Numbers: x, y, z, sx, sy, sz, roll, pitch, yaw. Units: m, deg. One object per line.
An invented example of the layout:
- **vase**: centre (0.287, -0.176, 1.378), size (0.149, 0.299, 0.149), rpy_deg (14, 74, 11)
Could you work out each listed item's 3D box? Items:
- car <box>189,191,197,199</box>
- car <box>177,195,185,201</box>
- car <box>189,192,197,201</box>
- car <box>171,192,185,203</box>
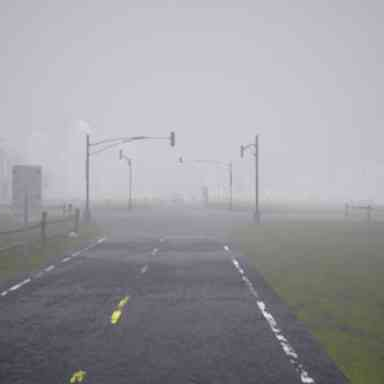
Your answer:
- **car**: centre (0.256, 0.882, 92.336), size (2.150, 2.045, 5.566), rpy_deg (0, 0, 0)
- **car**: centre (-2.556, 1.367, 78.399), size (1.812, 1.442, 4.674), rpy_deg (0, 0, 0)
- **car**: centre (0.209, 1.330, 81.884), size (1.837, 1.490, 4.892), rpy_deg (0, 0, 0)
- **car**: centre (-2.643, 1.088, 63.032), size (2.150, 2.045, 5.566), rpy_deg (0, 0, 1)
